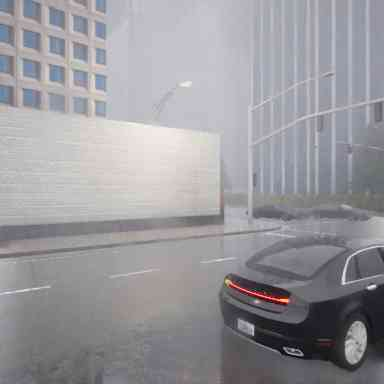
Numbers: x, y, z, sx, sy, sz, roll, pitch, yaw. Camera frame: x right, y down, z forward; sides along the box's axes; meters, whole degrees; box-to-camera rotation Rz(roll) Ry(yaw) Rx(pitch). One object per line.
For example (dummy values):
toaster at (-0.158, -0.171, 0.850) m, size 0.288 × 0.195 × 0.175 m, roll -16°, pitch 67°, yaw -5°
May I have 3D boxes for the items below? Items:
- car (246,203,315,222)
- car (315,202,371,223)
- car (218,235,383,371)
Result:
car at (6.837, 1.603, 27.113) m, size 2.033 × 1.411 × 5.357 m, roll 0°, pitch 0°, yaw -36°
car at (11.666, 1.569, 26.397) m, size 1.812 × 1.442 × 4.674 m, roll 0°, pitch -1°, yaw -36°
car at (2.682, 1.505, 5.713) m, size 4.892 × 1.490 × 1.837 m, roll 0°, pitch 0°, yaw -35°
